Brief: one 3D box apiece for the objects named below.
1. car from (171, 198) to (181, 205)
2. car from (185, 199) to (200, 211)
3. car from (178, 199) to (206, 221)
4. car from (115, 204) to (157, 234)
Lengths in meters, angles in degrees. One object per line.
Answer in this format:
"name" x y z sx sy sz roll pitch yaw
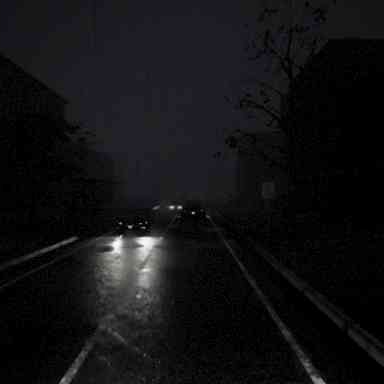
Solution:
"car" -2.989 1.913 64.433 1.895 1.301 4.718 0 0 0
"car" 0.107 1.628 42.940 1.837 1.490 4.892 0 -1 0
"car" 0.105 1.567 27.196 1.994 1.385 4.181 0 0 0
"car" -3.097 1.507 19.095 1.837 1.490 4.892 0 0 0
